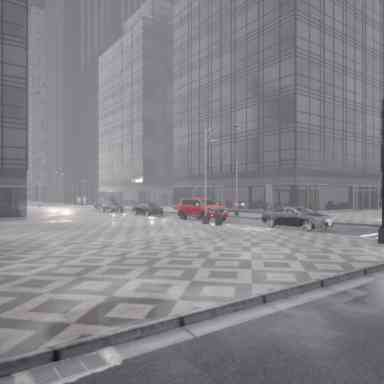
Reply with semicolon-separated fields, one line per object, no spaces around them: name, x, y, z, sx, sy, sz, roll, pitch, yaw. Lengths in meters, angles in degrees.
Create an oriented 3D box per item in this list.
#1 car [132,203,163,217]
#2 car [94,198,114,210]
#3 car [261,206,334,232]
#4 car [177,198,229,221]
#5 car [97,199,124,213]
car;-5.121;1.979;38.286;1.882;1.535;5.008;0;-1;-36
car;-15.034;2.058;57.393;2.150;2.045;5.566;0;-1;-36
car;6.796;1.682;21.851;2.128;1.511;4.902;0;-1;-36
car;0.850;1.566;30.033;2.150;2.045;5.566;0;-1;-37
car;-11.206;2.169;46.753;1.837;1.490;4.892;0;-1;-35
